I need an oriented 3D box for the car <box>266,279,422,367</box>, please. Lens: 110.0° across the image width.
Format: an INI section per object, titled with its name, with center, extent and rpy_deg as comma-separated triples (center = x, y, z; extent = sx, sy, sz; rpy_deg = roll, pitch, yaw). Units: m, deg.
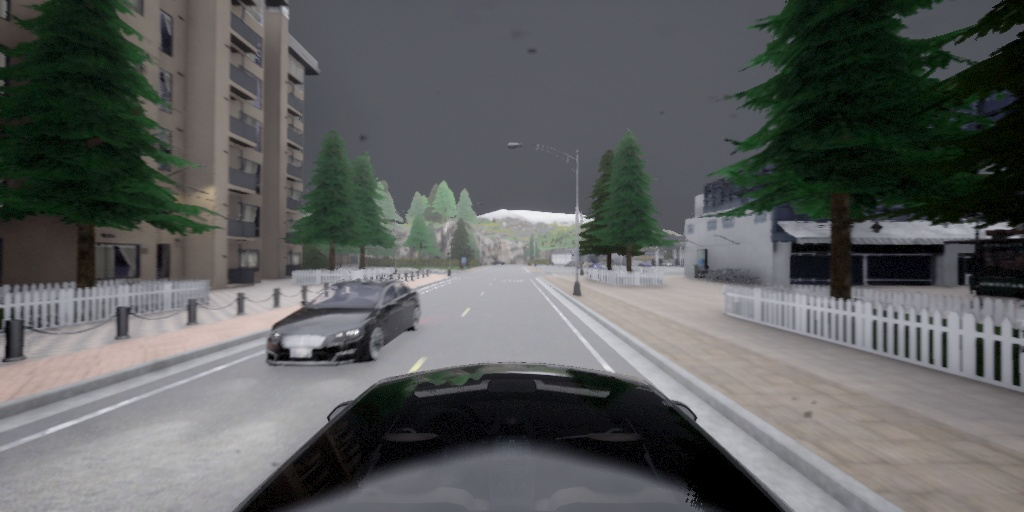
[car]
center = -3.493, 1.332, 8.405
extent = 2.128, 1.511, 4.902
rpy_deg = 0, 0, 0
